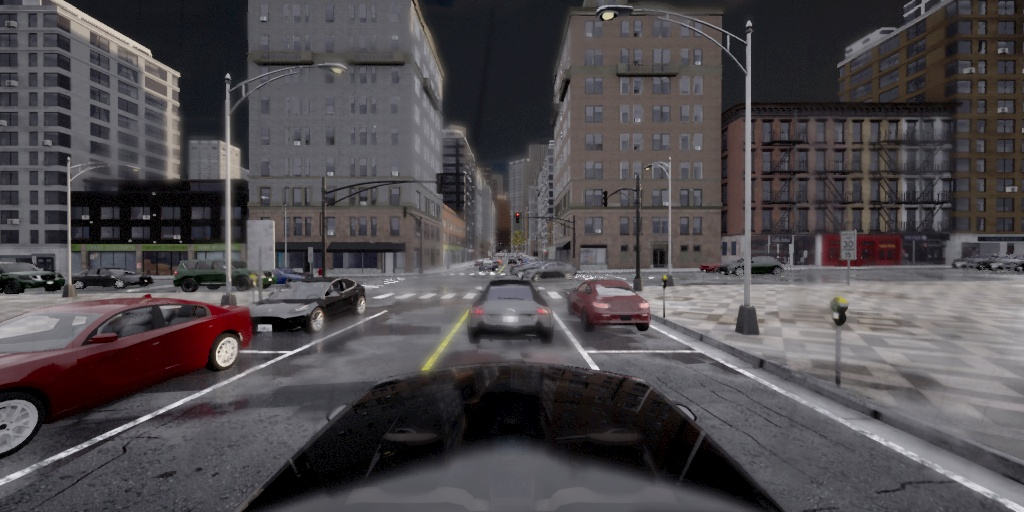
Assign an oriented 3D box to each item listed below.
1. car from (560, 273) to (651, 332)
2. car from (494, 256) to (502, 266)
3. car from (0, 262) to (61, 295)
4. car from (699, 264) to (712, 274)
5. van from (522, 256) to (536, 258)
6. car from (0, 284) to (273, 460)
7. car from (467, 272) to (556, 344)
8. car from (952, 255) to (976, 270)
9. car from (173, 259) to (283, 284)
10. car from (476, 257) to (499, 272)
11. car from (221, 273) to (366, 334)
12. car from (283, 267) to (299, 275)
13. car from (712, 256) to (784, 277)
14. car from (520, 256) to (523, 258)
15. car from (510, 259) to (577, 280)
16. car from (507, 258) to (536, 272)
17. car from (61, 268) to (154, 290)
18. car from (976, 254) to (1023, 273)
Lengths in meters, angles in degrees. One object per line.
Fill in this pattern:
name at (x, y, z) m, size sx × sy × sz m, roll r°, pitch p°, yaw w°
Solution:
car at (2.715, 1.330, 10.634) m, size 1.802 × 1.307 × 4.207 m, roll 0°, pitch 0°, yaw 0°
car at (-3.053, 1.196, 56.269) m, size 2.033 × 1.411 × 5.357 m, roll 0°, pitch 0°, yaw 0°
car at (-32.575, 1.399, 23.148) m, size 5.566 × 2.045 × 2.150 m, roll -1°, pitch 0°, yaw 0°
car at (20.054, 1.012, 33.208) m, size 4.718 × 1.301 × 1.895 m, roll -1°, pitch 0°, yaw 0°
van at (2.794, 0.998, 53.397) m, size 1.690 × 1.789 × 3.998 m, roll 0°, pitch 0°, yaw 0°
car at (-5.778, 1.294, 4.943) m, size 1.888 × 1.381 × 4.507 m, roll 0°, pitch 0°, yaw 0°
car at (-0.038, 1.312, 9.635) m, size 1.994 × 1.385 × 4.181 m, roll 0°, pitch 0°, yaw 0°
car at (43.946, 0.578, 33.208) m, size 4.902 × 1.511 × 2.128 m, roll -1°, pitch 0°, yaw 0°
car at (-18.438, 1.222, 23.149) m, size 5.566 × 2.045 × 2.150 m, roll -1°, pitch 0°, yaw -2°
car at (-3.087, 1.207, 45.634) m, size 1.812 × 1.442 × 4.674 m, roll 0°, pitch 0°, yaw 2°
car at (-5.810, 1.314, 10.587) m, size 1.948 × 1.339 × 4.313 m, roll 0°, pitch 0°, yaw 0°
car at (-17.469, 1.519, 26.427) m, size 5.357 × 1.411 × 2.033 m, roll -1°, pitch 0°, yaw 0°
car at (19.840, 0.783, 29.956) m, size 4.553 × 1.767 × 2.097 m, roll -1°, pitch 0°, yaw 0°
car at (2.826, 1.202, 64.505) m, size 1.802 × 1.307 × 4.207 m, roll 0°, pitch 0°, yaw 0°
car at (2.727, 1.195, 27.709) m, size 4.902 × 1.511 × 2.128 m, roll -1°, pitch 0°, yaw -28°
car at (2.220, 1.214, 33.169) m, size 4.902 × 1.511 × 2.128 m, roll 0°, pitch 0°, yaw 0°
car at (-29.400, 1.628, 26.407) m, size 4.892 × 1.490 × 1.837 m, roll -1°, pitch 0°, yaw 0°
car at (42.846, 0.610, 29.963) m, size 4.902 × 1.511 × 2.128 m, roll -1°, pitch 0°, yaw 0°
